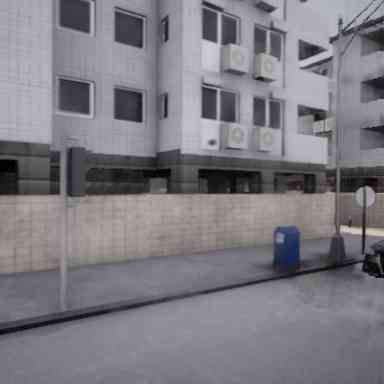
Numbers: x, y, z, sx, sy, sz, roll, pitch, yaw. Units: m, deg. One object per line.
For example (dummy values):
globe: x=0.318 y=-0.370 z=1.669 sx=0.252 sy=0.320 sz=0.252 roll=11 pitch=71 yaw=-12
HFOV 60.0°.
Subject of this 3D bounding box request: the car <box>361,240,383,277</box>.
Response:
car: x=6.293 y=1.511 z=8.541 sx=4.181 sy=1.385 sz=1.994 roll=0 pitch=1 yaw=-32
